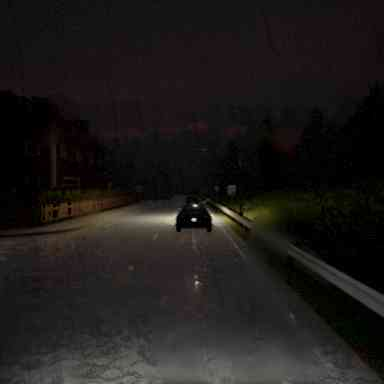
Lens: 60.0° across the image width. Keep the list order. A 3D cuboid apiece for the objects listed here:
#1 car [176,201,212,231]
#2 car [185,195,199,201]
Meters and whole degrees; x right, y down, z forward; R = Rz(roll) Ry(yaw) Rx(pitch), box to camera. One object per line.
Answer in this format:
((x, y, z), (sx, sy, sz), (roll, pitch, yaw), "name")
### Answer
((0.104, 1.427, 19.583), (1.994, 1.385, 4.181), (0, 0, 0), "car")
((0.006, 1.162, 49.490), (1.837, 1.490, 4.892), (0, 1, 0), "car")
